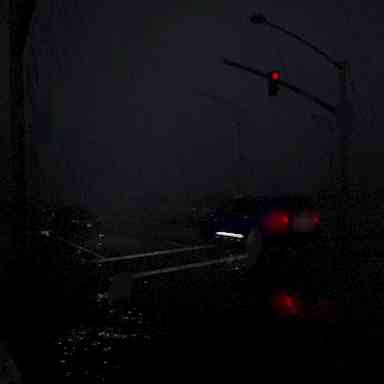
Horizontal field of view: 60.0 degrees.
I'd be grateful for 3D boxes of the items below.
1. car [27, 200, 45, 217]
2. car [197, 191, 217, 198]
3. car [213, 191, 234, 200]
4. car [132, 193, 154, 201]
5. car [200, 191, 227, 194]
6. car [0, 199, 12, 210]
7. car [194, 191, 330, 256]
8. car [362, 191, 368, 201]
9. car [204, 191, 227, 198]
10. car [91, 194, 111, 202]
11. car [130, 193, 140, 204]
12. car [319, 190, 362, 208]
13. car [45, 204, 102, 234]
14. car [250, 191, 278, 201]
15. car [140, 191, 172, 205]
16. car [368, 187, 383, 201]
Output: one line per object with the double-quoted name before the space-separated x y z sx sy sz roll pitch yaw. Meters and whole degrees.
"car" -14.840 1.540 30.890 1.837 1.490 4.892 -1 1 -36
"car" 3.558 0.552 79.898 4.514 1.523 2.007 -1 1 -36
"car" 6.094 0.679 63.281 3.633 1.501 1.845 -1 1 -36
"car" -9.824 0.956 66.625 3.806 1.475 1.970 -1 1 -36
"car" 2.605 0.862 37.019 5.027 1.636 2.152 -1 1 -36
"car" -24.827 1.599 44.988 1.994 1.385 4.181 -1 1 -36
"car" 2.419 1.156 13.242 2.150 2.045 5.566 0 -1 -27
"car" 25.430 0.571 49.567 3.806 1.475 1.970 -1 1 -36
"car" 5.428 0.542 77.379 5.027 1.636 2.152 -1 1 -36
"car" -17.590 1.088 64.724 3.633 1.501 1.845 -1 1 -36
"car" -6.879 0.814 49.538 4.605 1.855 1.932 -1 1 -36
"car" 14.471 0.864 33.123 4.514 1.523 2.007 -1 1 -36
"car" -6.946 1.527 19.865 2.128 1.511 4.902 -1 1 -36
"car" 11.882 0.658 55.134 4.514 1.523 2.007 -1 1 -36
"car" -4.851 0.786 47.416 3.866 1.878 1.905 -1 1 -36
"car" 26.866 0.299 46.506 3.866 1.878 1.905 -1 1 -36
